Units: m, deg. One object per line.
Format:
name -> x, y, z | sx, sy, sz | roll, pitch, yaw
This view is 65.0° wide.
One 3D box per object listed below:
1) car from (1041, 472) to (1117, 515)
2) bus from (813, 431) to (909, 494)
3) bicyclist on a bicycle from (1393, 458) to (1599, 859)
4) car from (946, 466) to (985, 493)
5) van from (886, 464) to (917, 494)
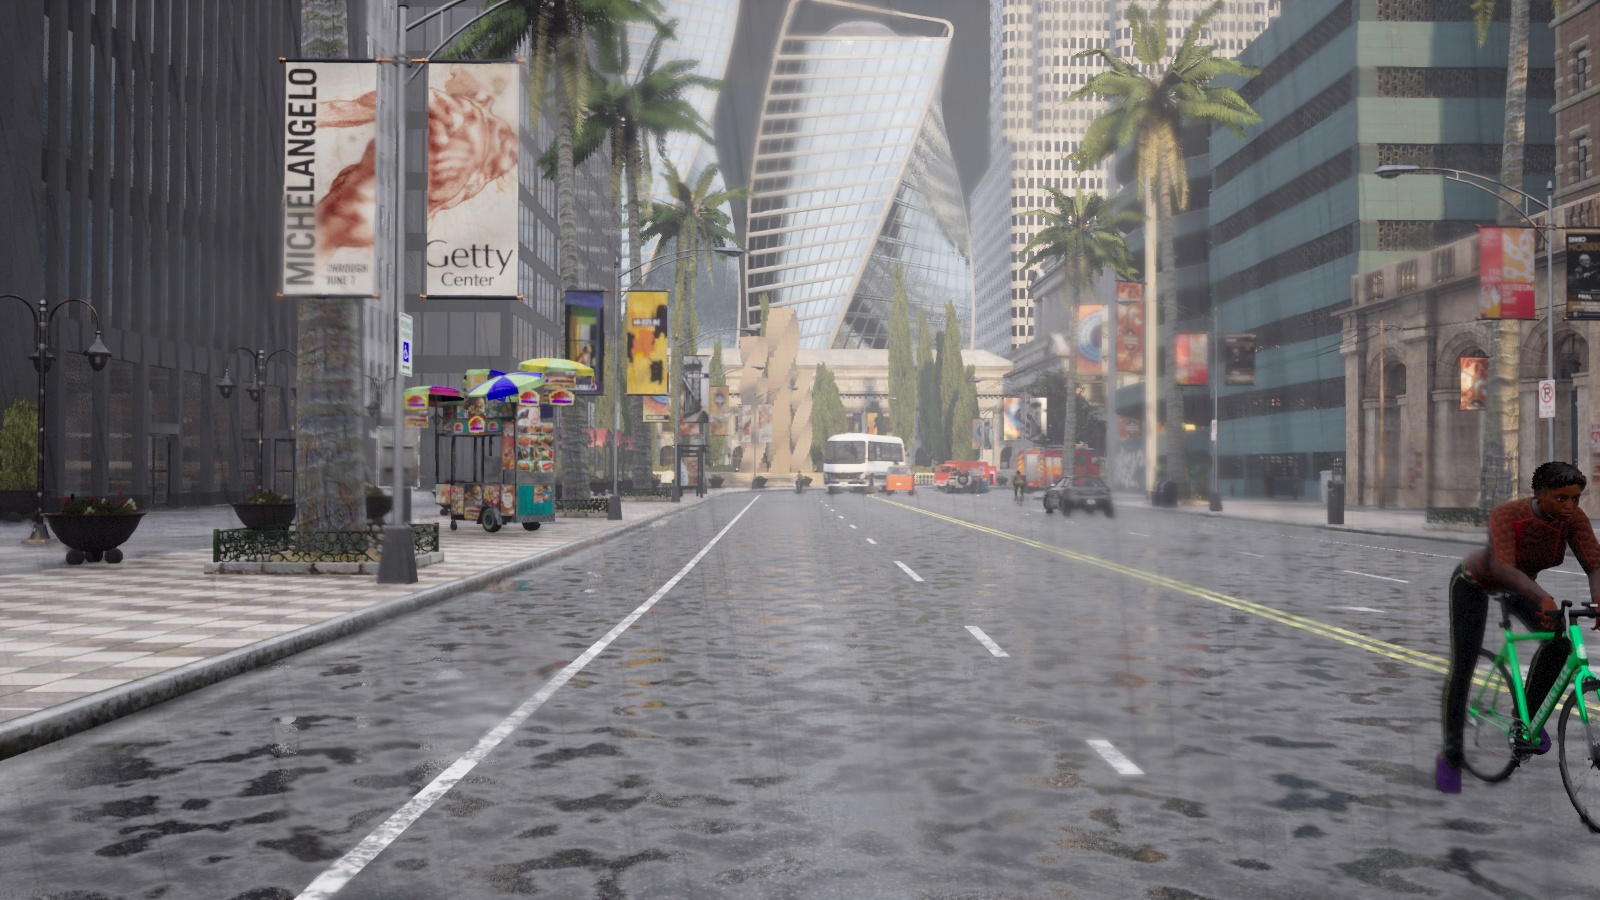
car -> 10.124, 1.556, 45.863 | 1.816, 1.474, 4.193 | 0, -1, -1
bus -> 4.570, 0.940, 90.769 | 3.944, 4.253, 10.273 | -1, -1, 21
bicyclist on a bicycle -> 3.486, 0.853, 5.915 | 0.582, 1.620, 1.656 | 0, -1, 0
car -> 11.976, 2.100, 90.558 | 1.932, 1.855, 4.605 | -1, -1, 19
van -> 6.909, 1.969, 85.327 | 1.775, 1.987, 4.442 | 0, -1, 9
